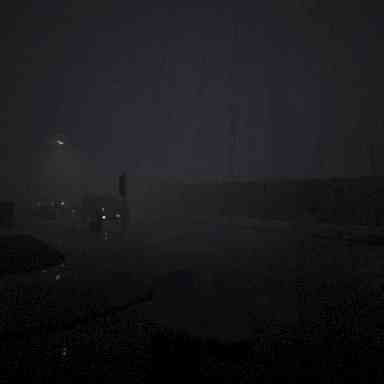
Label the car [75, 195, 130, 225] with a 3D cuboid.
[{"bbox_3d":[-6.627,1.272,24.879,2.150,2.045,5.566,0,0,-36],"label":"car"}]

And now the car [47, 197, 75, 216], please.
[{"bbox_3d":[-12.513,1.540,33.125,2.128,1.511,4.902,0,0,-35],"label":"car"}]

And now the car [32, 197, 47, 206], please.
[{"bbox_3d":[-18.786,1.406,41.960,2.097,1.767,4.553,0,-1,-35],"label":"car"}]
